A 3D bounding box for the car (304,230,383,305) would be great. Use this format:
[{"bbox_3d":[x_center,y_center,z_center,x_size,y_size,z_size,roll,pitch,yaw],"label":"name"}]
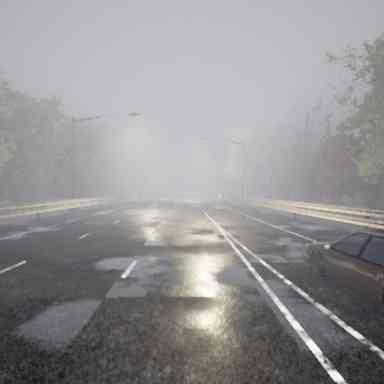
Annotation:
[{"bbox_3d":[4.221,1.521,6.991,2.033,1.411,5.357,0,0,-4],"label":"car"}]
